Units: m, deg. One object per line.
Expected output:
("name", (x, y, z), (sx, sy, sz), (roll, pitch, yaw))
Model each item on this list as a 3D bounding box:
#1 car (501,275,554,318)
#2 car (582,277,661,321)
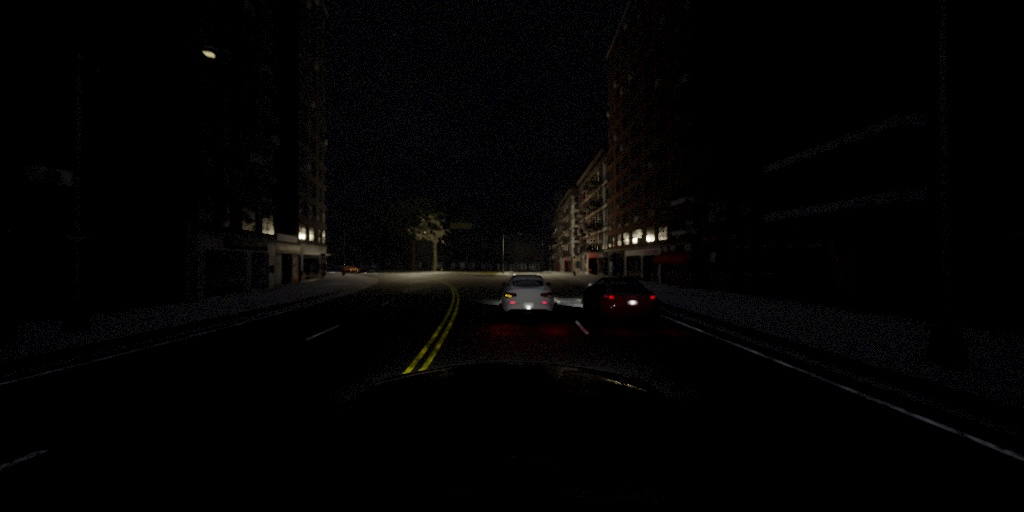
("car", (0.558, 1.445, 13.829), (1.812, 1.442, 4.674), (0, -1, 1))
("car", (3.852, 1.469, 13.266), (1.994, 1.385, 4.181), (0, -1, 2))
